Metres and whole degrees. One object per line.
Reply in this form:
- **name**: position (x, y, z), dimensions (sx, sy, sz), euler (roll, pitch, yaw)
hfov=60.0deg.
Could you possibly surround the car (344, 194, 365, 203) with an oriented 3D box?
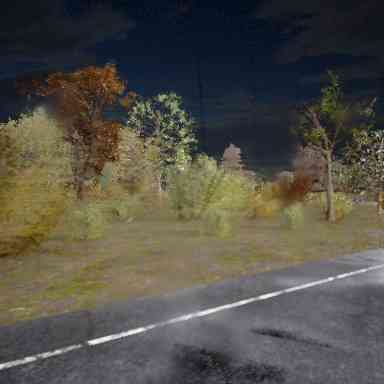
- **car**: position (30.184, 1.209, 62.851), dimensions (2.097, 1.767, 4.553), euler (0, 0, -37)
